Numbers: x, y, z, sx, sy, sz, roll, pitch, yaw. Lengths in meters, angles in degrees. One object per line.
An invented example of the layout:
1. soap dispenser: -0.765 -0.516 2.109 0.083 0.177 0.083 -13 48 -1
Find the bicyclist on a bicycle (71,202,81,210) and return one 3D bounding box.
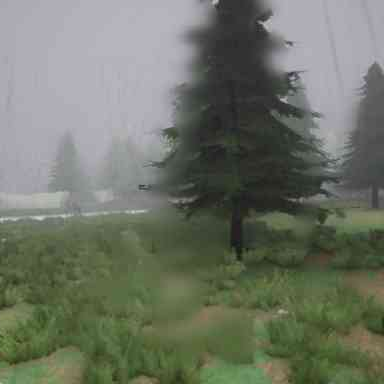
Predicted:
1. bicyclist on a bicycle: -10.249 1.688 29.252 1.656 1.620 0.582 -1 -1 35
